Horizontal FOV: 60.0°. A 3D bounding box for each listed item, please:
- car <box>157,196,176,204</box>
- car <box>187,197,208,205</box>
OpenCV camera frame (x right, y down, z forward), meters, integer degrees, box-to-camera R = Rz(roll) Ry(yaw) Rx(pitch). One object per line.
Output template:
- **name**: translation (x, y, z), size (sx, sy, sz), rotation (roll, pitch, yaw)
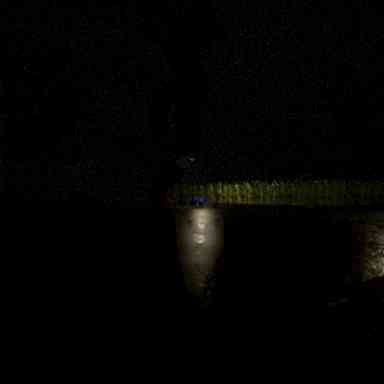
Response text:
- **car**: translation (-5.154, 1.613, 66.855), size (1.837, 1.490, 4.892), rotation (-1, 0, -36)
- **car**: translation (0.922, 1.592, 58.659), size (1.812, 1.442, 4.674), rotation (-1, 0, -36)
